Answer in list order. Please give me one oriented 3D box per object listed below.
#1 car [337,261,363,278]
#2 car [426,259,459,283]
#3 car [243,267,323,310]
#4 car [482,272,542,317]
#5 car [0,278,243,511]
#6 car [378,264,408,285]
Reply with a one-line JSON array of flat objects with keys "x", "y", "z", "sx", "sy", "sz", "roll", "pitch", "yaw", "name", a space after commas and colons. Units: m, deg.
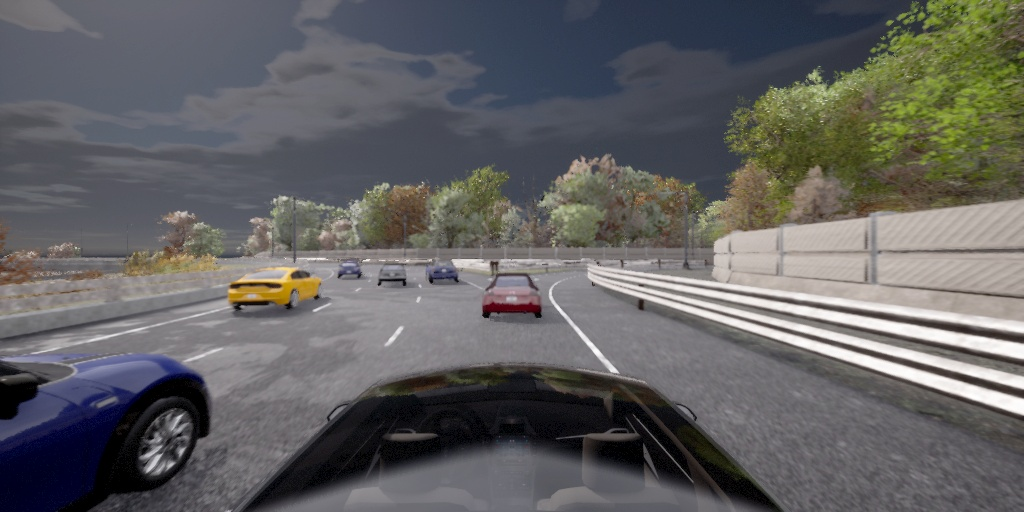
[{"x": -14.698, "y": 1.199, "z": 32.635, "sx": 1.812, "sy": 1.442, "sz": 4.674, "roll": 0, "pitch": 0, "yaw": -21, "name": "car"}, {"x": -5.356, "y": 1.030, "z": 27.157, "sx": 2.097, "sy": 1.767, "sz": 4.553, "roll": 0, "pitch": 0, "yaw": -17, "name": "car"}, {"x": -9.293, "y": 1.200, "z": 14.567, "sx": 1.882, "sy": 1.535, "sz": 5.008, "roll": 0, "pitch": 0, "yaw": -11, "name": "car"}, {"x": 0.053, "y": 1.279, "z": 13.009, "sx": 1.994, "sy": 1.385, "sz": 4.181, "roll": 0, "pitch": 0, "yaw": 2, "name": "car"}, {"x": -3.930, "y": 1.108, "z": 1.651, "sx": 2.097, "sy": 1.767, "sz": 4.553, "roll": 0, "pitch": 0, "yaw": -4, "name": "car"}, {"x": -8.328, "y": 1.236, "z": 25.149, "sx": 2.033, "sy": 1.411, "sz": 5.357, "roll": 0, "pitch": 0, "yaw": -17, "name": "car"}]
